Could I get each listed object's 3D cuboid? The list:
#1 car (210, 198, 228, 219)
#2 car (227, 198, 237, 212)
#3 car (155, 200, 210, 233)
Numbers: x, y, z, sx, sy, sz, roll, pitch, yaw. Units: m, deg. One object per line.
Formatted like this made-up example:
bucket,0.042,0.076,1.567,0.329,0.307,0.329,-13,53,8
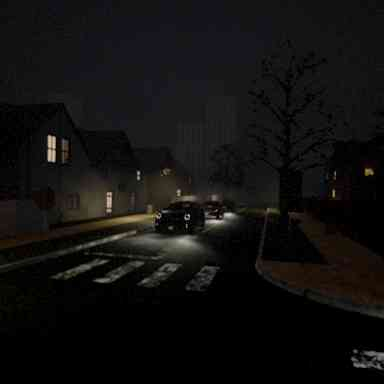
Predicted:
car,1.762,1.521,29.466,1.812,1.442,4.674,1,0,13
car,4.203,1.511,39.569,2.128,1.511,4.902,1,0,14
car,-0.583,1.324,19.696,2.097,1.767,4.553,1,0,14
